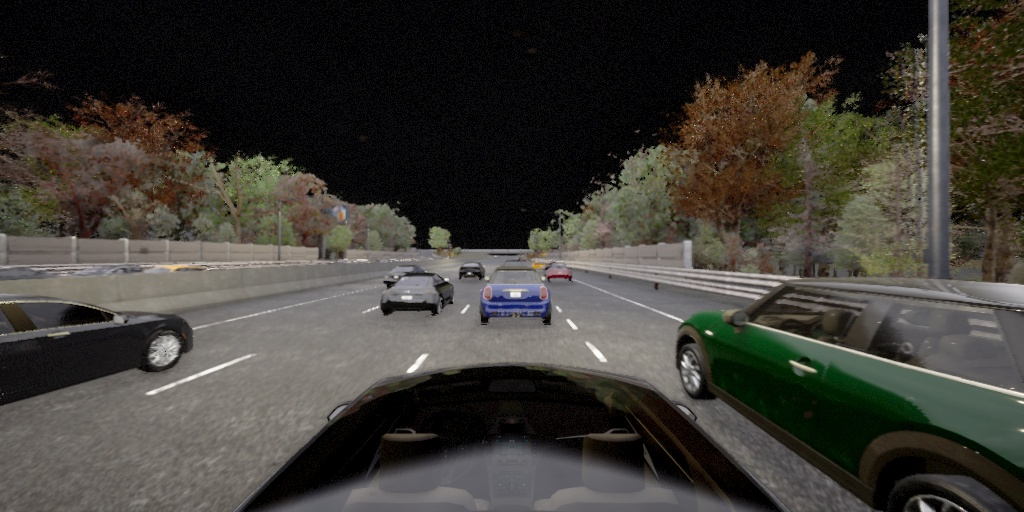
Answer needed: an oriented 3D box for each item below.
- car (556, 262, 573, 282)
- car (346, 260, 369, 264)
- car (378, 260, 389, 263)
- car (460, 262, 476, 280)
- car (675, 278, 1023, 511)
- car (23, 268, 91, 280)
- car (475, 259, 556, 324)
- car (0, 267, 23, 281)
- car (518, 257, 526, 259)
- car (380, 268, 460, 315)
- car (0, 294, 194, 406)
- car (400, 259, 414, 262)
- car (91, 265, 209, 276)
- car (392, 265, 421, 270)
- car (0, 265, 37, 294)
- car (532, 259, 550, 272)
[{"bbox_3d":[3.499,1.185,28.136,1.994,1.385,4.181,0,0,0],"label":"car"},{"bbox_3d":[-24.531,1.383,58.182,1.895,1.301,4.718,0,0,1],"label":"car"},{"bbox_3d":[-21.041,1.347,59.258,1.994,1.385,4.181,0,0,1],"label":"car"},{"bbox_3d":[-3.400,1.238,31.125,1.882,1.535,5.008,0,0,0],"label":"car"},{"bbox_3d":[3.410,0.979,3.460,2.097,1.767,4.553,0,0,2],"label":"car"},{"bbox_3d":[-21.100,1.244,18.796,2.128,1.511,4.902,0,0,0],"label":"car"},{"bbox_3d":[0.103,1.103,12.160,2.097,1.767,4.553,0,0,0],"label":"car"},{"bbox_3d":[-24.600,1.277,17.022,1.812,1.442,4.674,0,0,0],"label":"car"},{"bbox_3d":[0.098,1.112,29.240,2.097,1.767,4.553,0,0,0],"label":"car"},{"bbox_3d":[-3.401,1.315,13.599,1.994,1.385,4.181,0,0,0],"label":"car"},{"bbox_3d":[-6.900,1.254,4.720,1.837,1.490,4.892,0,0,0],"label":"car"},{"bbox_3d":[-17.536,1.262,60.013,1.882,1.535,5.008,0,0,1],"label":"car"},{"bbox_3d":[-17.599,1.230,18.384,1.882,1.535,5.008,0,0,0],"label":"car"},{"bbox_3d":[-6.900,1.304,23.912,2.033,1.411,5.357,0,0,0],"label":"car"},{"bbox_3d":[-28.098,1.257,18.050,1.837,1.490,4.892,0,0,0],"label":"car"},{"bbox_3d":[3.498,1.122,44.136,1.882,1.535,5.008,0,0,0],"label":"car"}]
